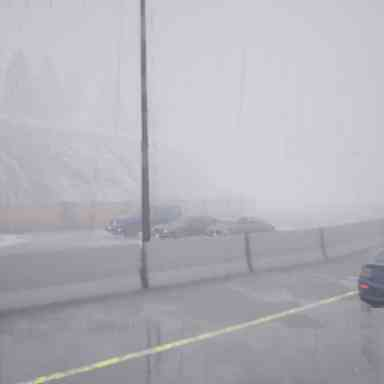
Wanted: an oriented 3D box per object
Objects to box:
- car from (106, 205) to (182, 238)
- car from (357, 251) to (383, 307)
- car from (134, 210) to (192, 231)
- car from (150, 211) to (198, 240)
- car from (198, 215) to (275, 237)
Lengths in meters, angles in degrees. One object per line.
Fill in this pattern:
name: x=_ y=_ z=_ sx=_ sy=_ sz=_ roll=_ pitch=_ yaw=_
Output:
car: x=-3.013 y=1.917 z=22.706 sx=5.566 sy=2.045 sz=2.150 roll=0 pitch=-2 yaw=-38
car: x=5.311 y=1.632 z=7.018 sx=4.674 sy=1.442 sz=1.812 roll=0 pitch=-2 yaw=-35
car: x=-2.325 y=2.350 z=27.796 sx=4.674 sy=1.442 sz=1.812 roll=0 pitch=-2 yaw=-42
car: x=0.087 y=2.129 z=20.672 sx=5.357 sy=1.411 sz=2.033 roll=0 pitch=-2 yaw=-39
car: x=2.711 y=2.035 z=18.446 sx=4.181 sy=1.385 sz=1.994 roll=0 pitch=-2 yaw=-39
